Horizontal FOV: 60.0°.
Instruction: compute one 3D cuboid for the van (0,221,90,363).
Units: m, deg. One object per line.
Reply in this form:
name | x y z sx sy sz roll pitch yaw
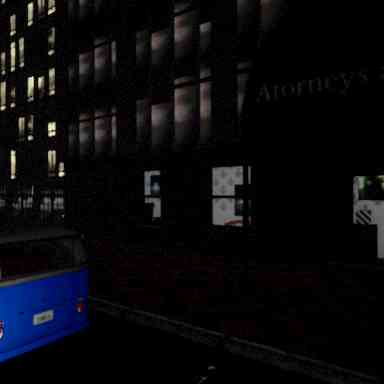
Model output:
van | -3.391 1.361 5.307 3.998 1.788 1.690 0 0 36
